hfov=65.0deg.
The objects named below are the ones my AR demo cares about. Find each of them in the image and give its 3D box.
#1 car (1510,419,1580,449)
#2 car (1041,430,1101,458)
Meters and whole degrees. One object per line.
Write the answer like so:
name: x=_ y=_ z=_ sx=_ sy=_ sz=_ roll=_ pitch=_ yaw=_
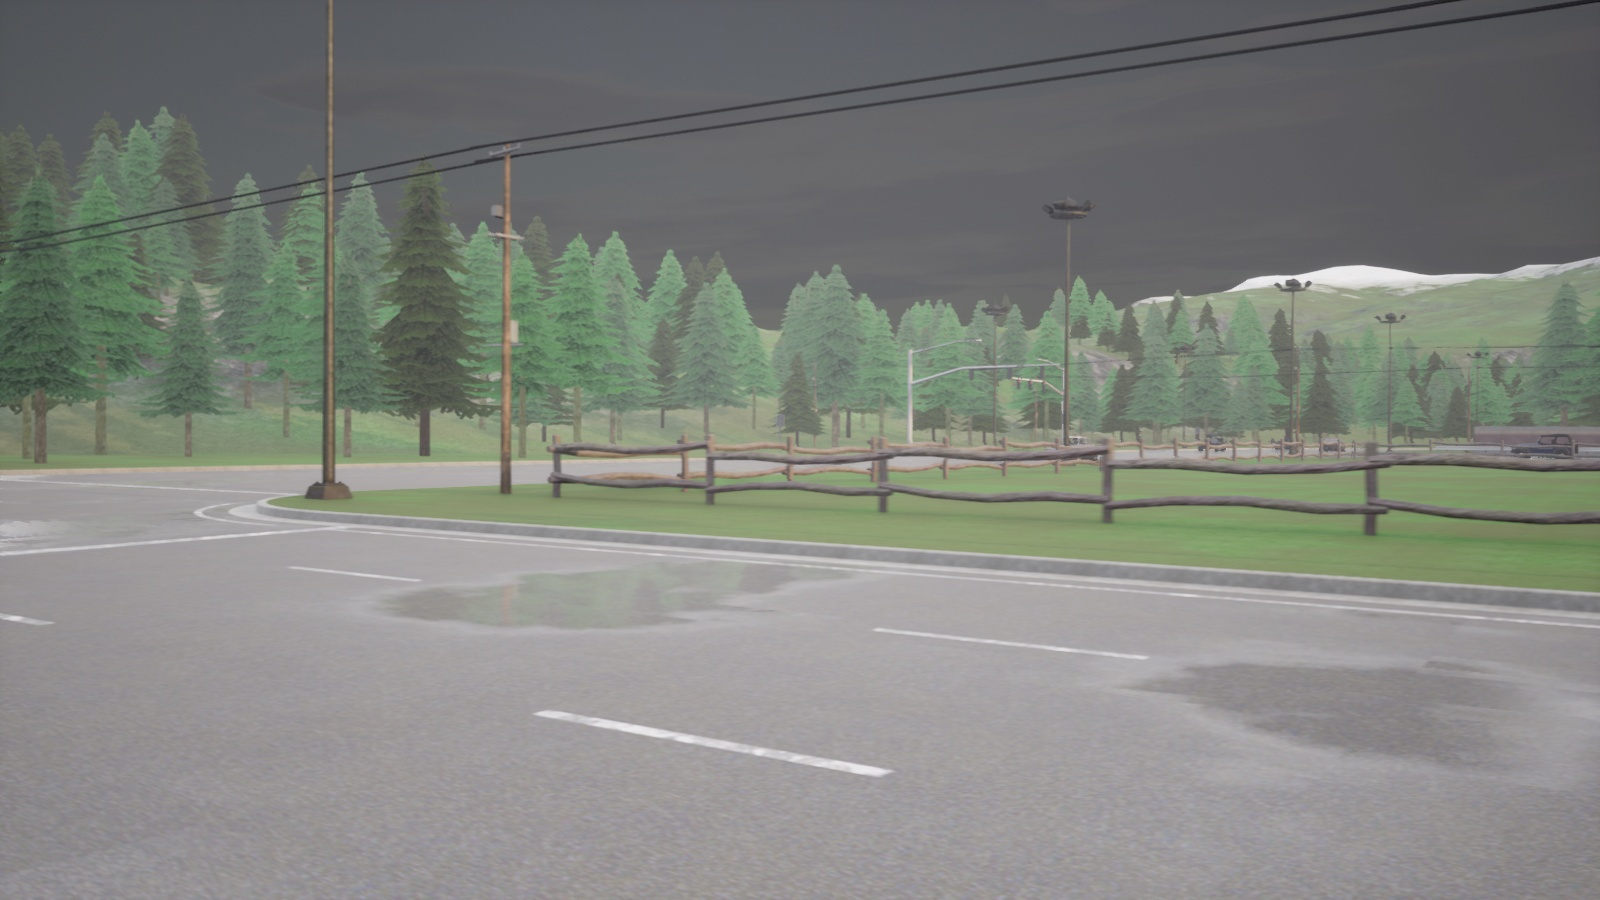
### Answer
car: x=49.253 y=-1.042 z=82.985 sx=3.866 sy=1.878 sz=1.905 roll=0 pitch=1 yaw=34
car: x=15.115 y=-0.340 z=70.007 sx=1.970 sy=1.475 sz=3.806 roll=0 pitch=1 yaw=34
